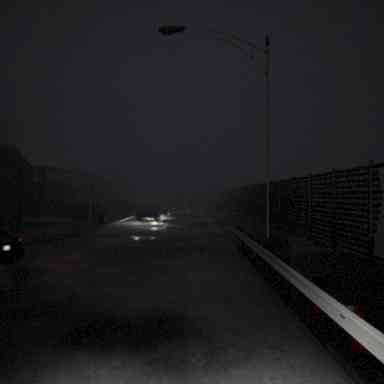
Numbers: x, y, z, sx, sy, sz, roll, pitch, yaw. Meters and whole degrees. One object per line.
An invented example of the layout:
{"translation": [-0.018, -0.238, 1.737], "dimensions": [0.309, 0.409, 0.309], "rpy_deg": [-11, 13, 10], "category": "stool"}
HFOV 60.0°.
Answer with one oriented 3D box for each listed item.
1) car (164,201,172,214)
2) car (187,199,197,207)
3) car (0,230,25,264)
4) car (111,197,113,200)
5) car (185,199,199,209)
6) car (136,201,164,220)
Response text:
{"translation": [-4.069, 1.910, 41.196], "dimensions": [2.128, 1.511, 4.902], "rpy_deg": [0, -1, 0], "category": "car"}
{"translation": [-0.006, 2.193, 65.858], "dimensions": [1.812, 1.442, 4.674], "rpy_deg": [0, -1, 0], "category": "car"}
{"translation": [-7.575, 1.673, 10.562], "dimensions": [4.181, 1.385, 1.994], "rpy_deg": [0, -1, 13], "category": "car"}
{"translation": [-17.283, 1.803, 65.903], "dimensions": [3.633, 1.501, 1.845], "rpy_deg": [0, -1, 0], "category": "car"}
{"translation": [-0.004, 2.089, 55.617], "dimensions": [1.812, 1.442, 4.674], "rpy_deg": [0, -1, 0], "category": "car"}
{"translation": [-4.097, 1.802, 31.931], "dimensions": [1.882, 1.535, 5.008], "rpy_deg": [0, -1, 0], "category": "car"}
